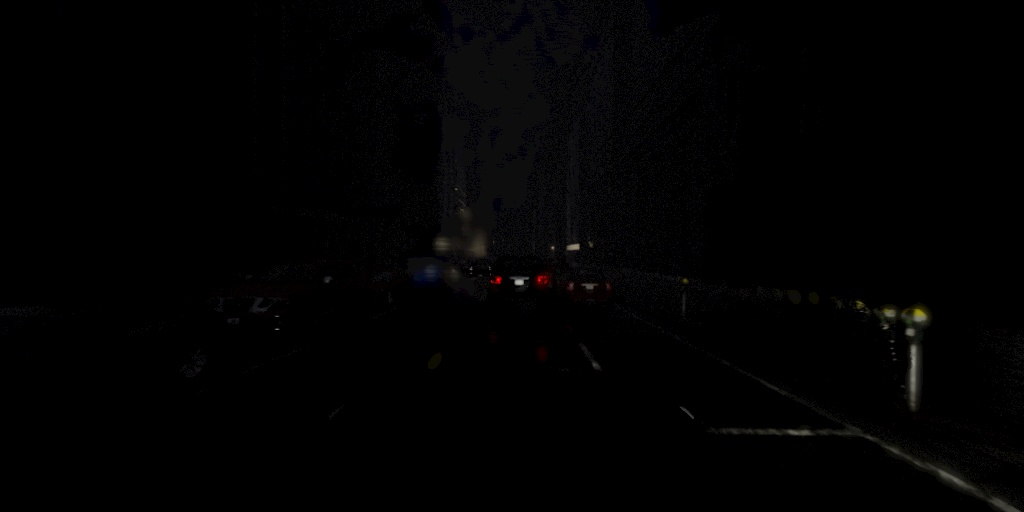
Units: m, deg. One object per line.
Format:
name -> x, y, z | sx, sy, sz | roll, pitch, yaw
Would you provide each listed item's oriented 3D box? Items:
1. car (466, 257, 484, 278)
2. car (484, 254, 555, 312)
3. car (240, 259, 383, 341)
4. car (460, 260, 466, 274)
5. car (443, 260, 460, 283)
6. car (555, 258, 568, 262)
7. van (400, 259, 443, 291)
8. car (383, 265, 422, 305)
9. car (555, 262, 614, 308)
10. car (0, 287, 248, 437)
car -> -2.571, 1.055, 32.470 | 2.097, 1.767, 4.553 | 0, 0, 1
car -> 0.283, 0.963, 14.478 | 2.150, 2.045, 5.566 | 0, 0, 1
car -> -5.666, 1.012, 9.889 | 2.192, 1.841, 5.009 | 0, 0, 1
car -> -5.187, 1.118, 38.070 | 1.967, 1.591, 4.097 | 0, 0, 1
car -> -5.379, 1.126, 26.798 | 1.967, 1.591, 4.097 | 0, 0, 1
car -> 3.145, 1.069, 26.662 | 2.192, 1.841, 5.009 | 0, 0, 1
van -> -5.475, 1.030, 21.162 | 1.690, 1.789, 3.998 | 0, 0, 1
car -> -5.570, 1.239, 15.526 | 1.888, 1.381, 4.507 | 0, 0, 1
car -> 2.953, 1.202, 15.390 | 1.967, 1.591, 4.097 | 0, 0, 1
car -> -5.762, 1.267, 4.254 | 1.948, 1.339, 4.313 | 0, 0, 1
